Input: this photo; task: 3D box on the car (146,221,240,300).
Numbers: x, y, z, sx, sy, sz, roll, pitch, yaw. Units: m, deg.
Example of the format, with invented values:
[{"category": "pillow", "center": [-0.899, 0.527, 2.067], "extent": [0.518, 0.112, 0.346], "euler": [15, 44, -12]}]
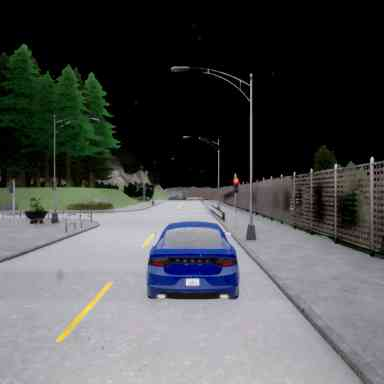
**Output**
[{"category": "car", "center": [0.033, 1.478, 8.478], "extent": [1.882, 1.535, 5.008], "euler": [0, 0, 0]}]

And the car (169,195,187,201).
[{"category": "car", "center": [-3.849, 1.539, 87.969], "extent": [5.357, 1.411, 2.033], "euler": [0, 0, 40]}]
